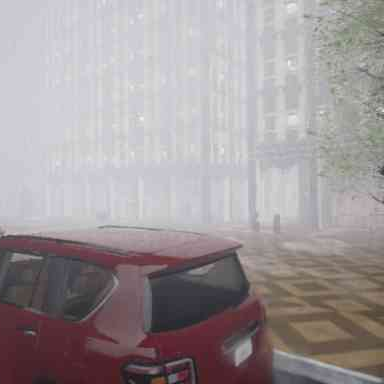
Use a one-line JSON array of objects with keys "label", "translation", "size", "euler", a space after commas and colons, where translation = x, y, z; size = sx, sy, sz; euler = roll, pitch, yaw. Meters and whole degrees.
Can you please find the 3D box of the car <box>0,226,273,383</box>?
[{"label": "car", "translation": [-1.546, 1.352, 3.978], "size": [5.009, 1.841, 2.192], "euler": [-1, -1, 35]}]
